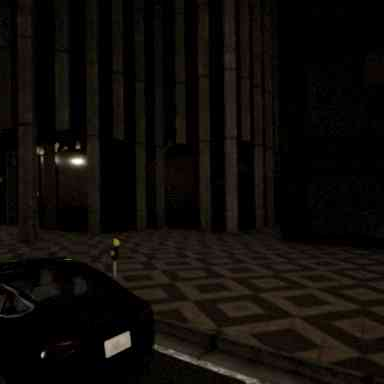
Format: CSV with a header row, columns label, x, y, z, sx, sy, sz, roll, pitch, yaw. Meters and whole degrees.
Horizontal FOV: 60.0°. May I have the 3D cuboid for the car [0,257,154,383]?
label,x,y,z,sx,sy,sz,roll,pitch,yaw
car,-2.445,1.601,4.603,4.313,1.339,1.947,-1,-1,36
